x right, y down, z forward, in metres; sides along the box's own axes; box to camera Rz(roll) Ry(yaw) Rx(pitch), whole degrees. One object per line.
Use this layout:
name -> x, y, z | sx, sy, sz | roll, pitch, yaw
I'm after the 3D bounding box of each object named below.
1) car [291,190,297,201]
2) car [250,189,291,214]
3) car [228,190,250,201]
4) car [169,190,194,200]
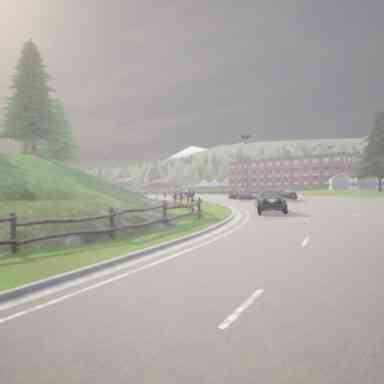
car -> 11.464, 0.352, 42.087 | 1.812, 1.442, 4.674 | -1, 1, -16
car -> 5.937, 0.665, 25.649 | 2.097, 1.767, 4.553 | -2, 1, 7
car -> 6.559, 0.446, 45.596 | 1.994, 1.385, 4.181 | -2, 1, -23
car -> -1.738, 0.421, 53.203 | 1.882, 1.535, 5.008 | -1, 0, -38
